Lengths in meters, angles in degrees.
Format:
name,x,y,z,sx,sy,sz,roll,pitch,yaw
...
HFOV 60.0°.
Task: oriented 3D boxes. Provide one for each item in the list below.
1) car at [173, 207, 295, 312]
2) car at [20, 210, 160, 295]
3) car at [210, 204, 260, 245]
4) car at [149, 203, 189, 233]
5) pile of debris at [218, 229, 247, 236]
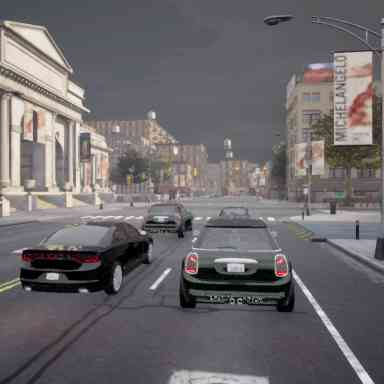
name,x,y,z,sx,sy,sz,roll,pitch,yaw
car,1.023,1.352,7.956,2.097,1.767,4.553,0,0,7
car,-2.395,1.478,8.877,1.882,1.535,5.008,0,0,7
car,2.163,1.489,16.803,2.128,1.511,4.902,0,0,8
car,-1.196,1.352,18.009,2.097,1.767,4.553,0,0,8
pile of debris,2.221,2.175,18.040,1.500,0.140,1.860,0,0,8
